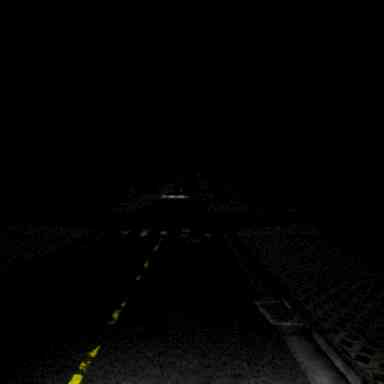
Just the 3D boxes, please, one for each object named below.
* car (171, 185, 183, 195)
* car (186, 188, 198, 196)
[{"bbox_3d":[-2.717,-0.314,60.837,2.097,1.767,4.553,0,2,0],"label":"car"},{"bbox_3d":[0.032,-0.094,60.659,1.994,1.385,4.181,0,2,0],"label":"car"}]
